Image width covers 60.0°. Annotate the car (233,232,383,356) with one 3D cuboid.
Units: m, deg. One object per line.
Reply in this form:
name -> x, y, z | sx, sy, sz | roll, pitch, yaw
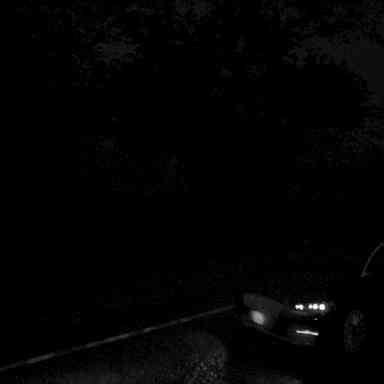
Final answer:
car -> 2.903, 1.557, 6.254 | 4.902, 1.511, 2.128 | 1, -1, -37
